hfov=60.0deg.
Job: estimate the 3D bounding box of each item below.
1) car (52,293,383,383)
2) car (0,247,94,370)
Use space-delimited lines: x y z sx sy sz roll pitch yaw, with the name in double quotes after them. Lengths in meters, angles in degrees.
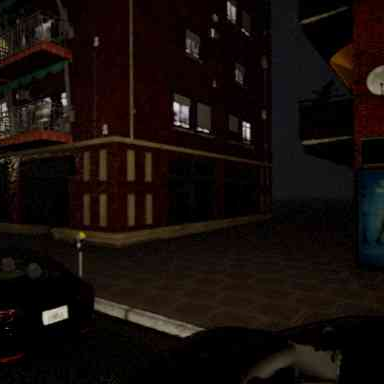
1.250 1.571 2.120 4.313 1.339 1.947 0 -1 36 "car"
-3.392 1.574 5.365 4.313 1.339 1.947 0 -1 36 "car"
